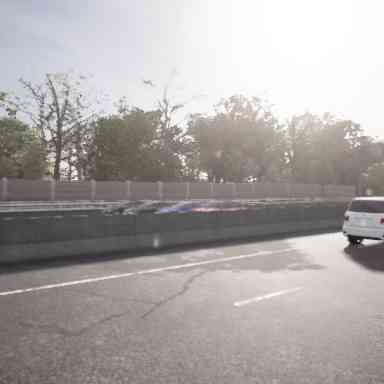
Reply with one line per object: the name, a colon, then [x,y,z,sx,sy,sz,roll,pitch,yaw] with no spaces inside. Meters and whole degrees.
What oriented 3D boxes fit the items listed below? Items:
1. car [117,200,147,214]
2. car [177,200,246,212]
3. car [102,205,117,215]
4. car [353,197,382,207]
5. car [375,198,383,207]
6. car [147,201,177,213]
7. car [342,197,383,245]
car: [-3.274,1.517,27.453,4.892,1.490,1.837,0,0,-36]
car: [1.634,1.365,22.356,4.553,1.767,2.097,0,0,-35]
car: [-5.620,1.516,30.071,4.892,1.490,1.837,0,0,-36]
car: [28.830,1.566,54.580,4.902,1.511,2.128,0,0,-35]
car: [30.850,1.621,51.715,5.357,1.411,2.033,0,0,-35]
car: [-0.515,1.491,25.123,5.008,1.535,1.882,0,0,-35]
car: [8.743,1.236,14.288,5.566,2.045,2.150,0,0,-35]
